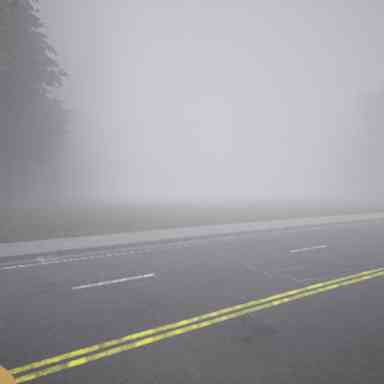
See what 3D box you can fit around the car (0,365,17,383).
[{"bbox_3d":[-3.253,1.514,0.976,5.008,1.535,1.882,-1,1,-37],"label":"car"}]
